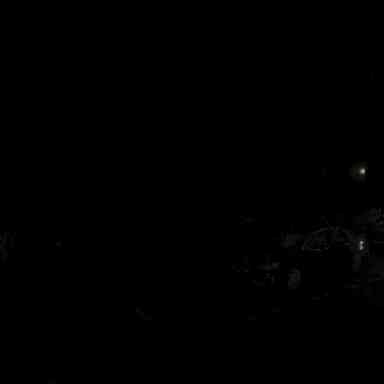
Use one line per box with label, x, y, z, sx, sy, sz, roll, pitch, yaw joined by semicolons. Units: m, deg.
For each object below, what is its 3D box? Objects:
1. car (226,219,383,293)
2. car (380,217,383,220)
car;2.841;1.523;8.678;4.403;1.369;2.008;0;0;-36
car;7.406;1.533;11.939;4.206;1.307;1.802;0;0;-36
